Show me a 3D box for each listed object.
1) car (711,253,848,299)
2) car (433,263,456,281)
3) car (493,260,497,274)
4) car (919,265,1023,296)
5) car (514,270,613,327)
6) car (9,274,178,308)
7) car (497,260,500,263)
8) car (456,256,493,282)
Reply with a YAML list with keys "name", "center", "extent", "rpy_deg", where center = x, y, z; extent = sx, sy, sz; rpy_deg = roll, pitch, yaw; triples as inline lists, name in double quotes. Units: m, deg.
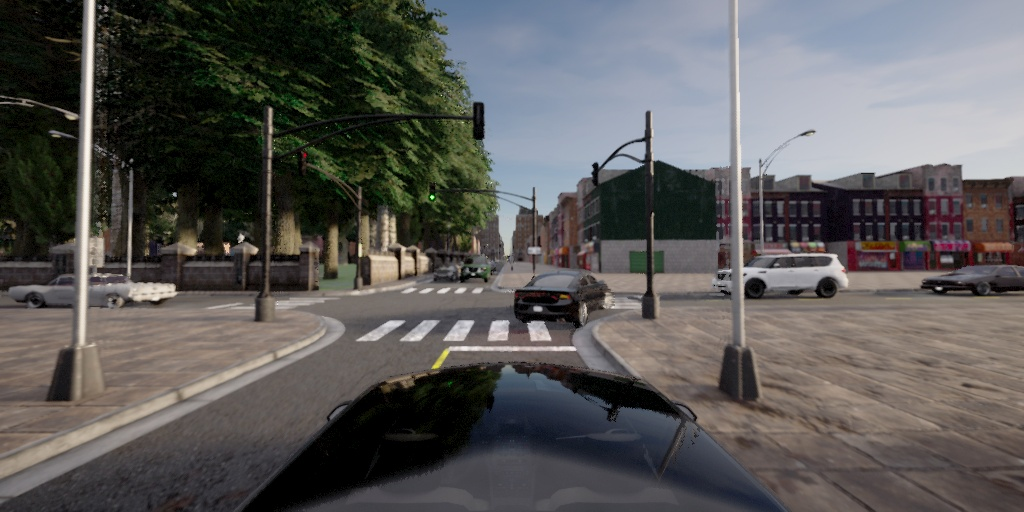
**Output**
- name: "car"
  center: [12.659, 0.920, 17.150]
  extent: [5.566, 2.045, 2.150]
  rpy_deg: [-1, -1, 0]
- name: "car"
  center: [-5.521, 1.368, 30.476]
  extent: [2.007, 1.370, 4.403]
  rpy_deg: [0, 0, 0]
- name: "car"
  center: [-3.025, 1.324, 39.851]
  extent: [1.882, 1.535, 5.008]
  rpy_deg: [0, 0, 0]
- name: "car"
  center: [23.045, 1.133, 17.200]
  extent: [5.357, 1.411, 2.033]
  rpy_deg: [-1, -1, -1]
- name: "car"
  center: [1.847, 1.201, 11.762]
  extent: [1.882, 1.535, 5.008]
  rpy_deg: [-1, 1, 28]
- name: "car"
  center: [-16.155, 1.356, 14.049]
  extent: [4.718, 1.301, 1.895]
  rpy_deg: [0, -1, 0]
- name: "car"
  center: [-3.098, 1.434, 50.517]
  extent: [2.033, 1.411, 5.357]
  rpy_deg: [0, 0, 0]
- name: "car"
  center: [-2.953, 1.037, 29.667]
  extent: [2.150, 2.045, 5.566]
  rpy_deg: [0, 0, -1]
